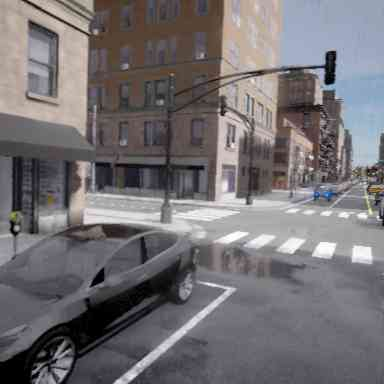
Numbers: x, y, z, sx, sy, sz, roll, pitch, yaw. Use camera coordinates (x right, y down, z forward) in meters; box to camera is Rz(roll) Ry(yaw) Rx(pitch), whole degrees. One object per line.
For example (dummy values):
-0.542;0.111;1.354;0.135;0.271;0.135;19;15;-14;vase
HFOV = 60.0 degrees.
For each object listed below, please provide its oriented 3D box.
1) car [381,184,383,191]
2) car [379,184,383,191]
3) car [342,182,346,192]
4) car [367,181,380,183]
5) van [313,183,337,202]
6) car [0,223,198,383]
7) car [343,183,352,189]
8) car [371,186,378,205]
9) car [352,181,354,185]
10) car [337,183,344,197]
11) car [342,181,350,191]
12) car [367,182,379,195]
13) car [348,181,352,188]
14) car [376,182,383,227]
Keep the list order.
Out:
42.591;-0.869;73.052;1.752;1.417;4.829;4;4;27;car
44.977;-1.119;77.706;1.967;1.590;4.097;4;4;27;car
20.551;-0.326;47.706;1.887;1.381;4.507;4;4;27;car
34.047;-1.074;62.148;2.150;2.045;5.566;4;4;27;car
13.161;-0.020;33.271;1.690;1.788;3.998;4;4;27;van
-1.402;1.208;4.843;1.947;1.339;4.313;4;4;27;car
40.276;-1.650;86.174;1.802;1.307;4.206;4;4;27;car
18.136;0.519;31.040;2.033;1.411;5.357;4;4;27;car
35.355;-1.576;76.542;2.192;1.841;5.009;4;4;27;car
18.084;-0.135;42.900;1.947;1.339;4.313;4;4;27;car
27.872;-0.851;61.979;1.752;1.417;4.829;4;4;27;car
29.266;-0.326;52.878;1.882;1.535;5.008;4;4;27;car
30.414;-1.001;66.939;2.008;1.369;4.403;4;4;27;car
10.968;0.680;17.045;2.150;2.045;5.566;4;3;27;car
